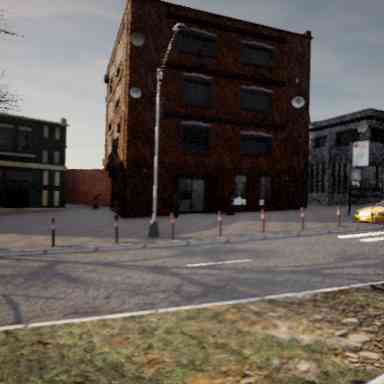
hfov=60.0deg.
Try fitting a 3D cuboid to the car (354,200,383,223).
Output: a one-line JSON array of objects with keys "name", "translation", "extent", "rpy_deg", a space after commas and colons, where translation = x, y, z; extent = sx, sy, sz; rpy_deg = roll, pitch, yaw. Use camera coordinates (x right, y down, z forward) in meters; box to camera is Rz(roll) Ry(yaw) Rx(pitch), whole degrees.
[{"name": "car", "translation": [11.897, 1.025, 19.417], "extent": [5.366, 1.575, 1.946], "rpy_deg": [-2, 1, -24]}]
